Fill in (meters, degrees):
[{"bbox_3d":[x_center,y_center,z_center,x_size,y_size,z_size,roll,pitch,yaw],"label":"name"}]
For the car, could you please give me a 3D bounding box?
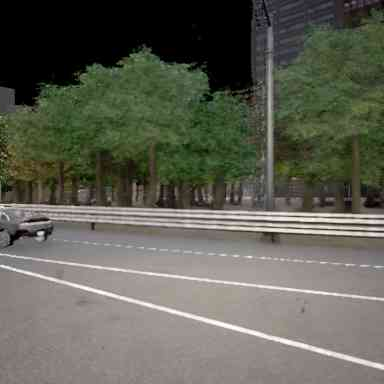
[{"bbox_3d":[-8.355,1.509,14.940,4.902,1.511,2.128,0,0,29],"label":"car"}]
